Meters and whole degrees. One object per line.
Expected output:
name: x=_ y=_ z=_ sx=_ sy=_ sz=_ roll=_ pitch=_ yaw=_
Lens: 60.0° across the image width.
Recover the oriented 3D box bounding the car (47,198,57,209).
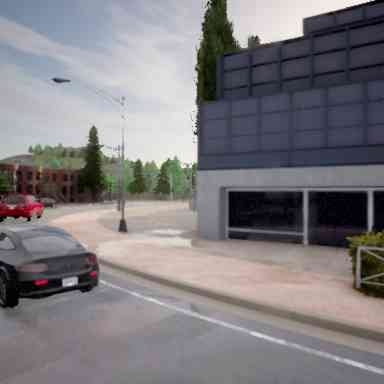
car: x=-20.343 y=1.578 z=45.191 sx=1.837 sy=1.490 sz=4.892 roll=0 pitch=-1 yaw=13

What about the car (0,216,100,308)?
car: x=-3.906 y=1.539 z=7.995 sx=1.812 sy=1.442 sz=4.674 roll=0 pitch=0 yaw=-44

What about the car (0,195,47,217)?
car: x=-13.510 y=1.254 z=26.552 sx=2.150 sy=2.045 sz=5.566 roll=0 pitch=0 yaw=-13
